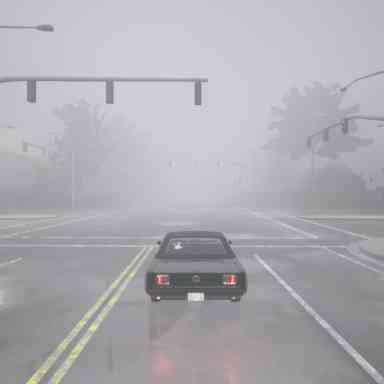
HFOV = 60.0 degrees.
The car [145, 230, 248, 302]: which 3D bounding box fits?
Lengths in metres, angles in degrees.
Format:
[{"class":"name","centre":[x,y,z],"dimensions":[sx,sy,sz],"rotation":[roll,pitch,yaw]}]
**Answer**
[{"class":"car","centre":[0.065,1.601,8.209],"dimensions":[1.895,1.301,4.718],"rotation":[0,0,0]}]
